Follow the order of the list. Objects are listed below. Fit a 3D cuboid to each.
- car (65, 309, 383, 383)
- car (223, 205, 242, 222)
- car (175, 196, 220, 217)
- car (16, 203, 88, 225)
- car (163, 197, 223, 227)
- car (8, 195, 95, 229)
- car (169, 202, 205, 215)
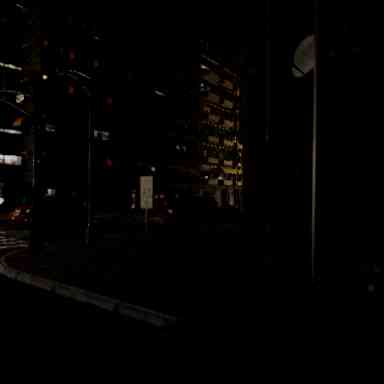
[{"bbox_3d":[0.921,1.560,2.219,4.313,1.339,1.947,1,0,35],"label":"car"},{"bbox_3d":[3.137,1.863,29.605,1.887,1.381,4.507,-1,-1,35],"label":"car"},{"bbox_3d":[0.703,1.555,36.128,2.150,2.045,5.566,1,-1,35],"label":"car"},{"bbox_3d":[-10.328,1.551,24.922,1.752,1.417,4.829,-1,-1,35],"label":"car"},{"bbox_3d":[-0.109,1.531,24.969,2.192,1.841,5.009,-1,-1,35],"label":"car"},{"bbox_3d":[-9.092,1.244,22.125,2.150,2.045,5.566,1,-1,35],"label":"car"},{"bbox_3d":[-0.488,1.879,38.982,1.887,1.381,4.507,-1,-1,35],"label":"car"}]
